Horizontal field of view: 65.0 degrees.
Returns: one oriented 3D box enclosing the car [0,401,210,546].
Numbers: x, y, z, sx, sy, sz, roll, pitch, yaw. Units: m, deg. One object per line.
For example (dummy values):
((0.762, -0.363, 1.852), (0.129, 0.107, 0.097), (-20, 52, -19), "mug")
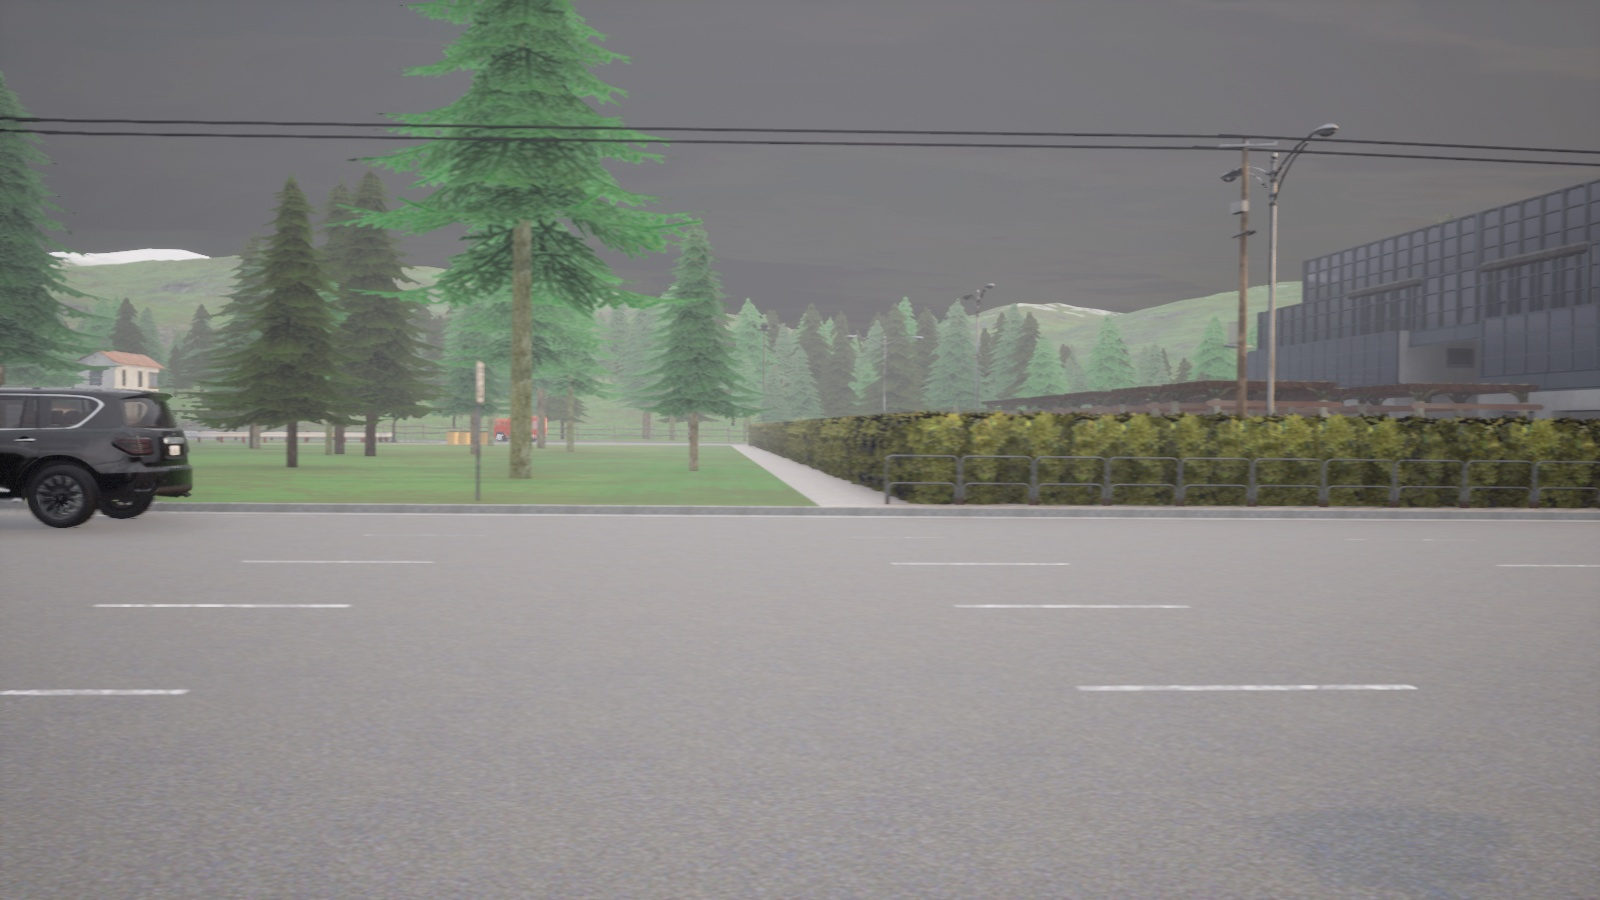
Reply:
((-12.176, 0.332, 18.862), (5.566, 2.045, 2.150), (-1, 1, -4), "car")
